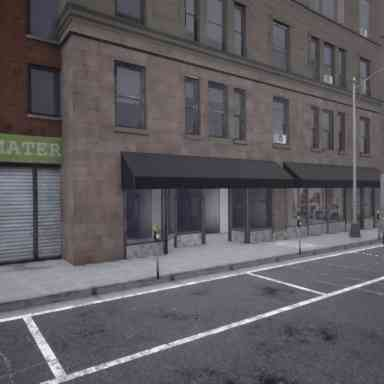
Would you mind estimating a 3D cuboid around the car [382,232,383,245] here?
[{"bbox_3d":[9.291,1.540,13.207,4.507,1.381,1.887,0,-1,-36],"label":"car"}]
